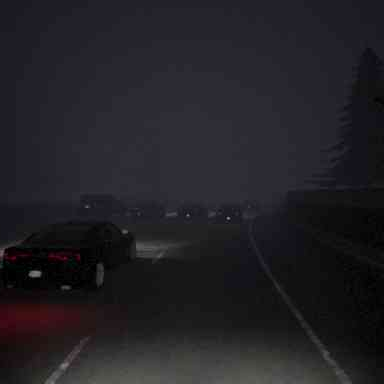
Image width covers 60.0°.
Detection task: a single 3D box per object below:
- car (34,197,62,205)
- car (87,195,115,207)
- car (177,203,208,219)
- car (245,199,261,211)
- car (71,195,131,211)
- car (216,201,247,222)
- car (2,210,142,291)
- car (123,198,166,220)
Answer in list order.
[{"bbox_3d":[-22.467,1.507,52.235,1.812,1.442,4.674,0,0,20],"label":"car"},{"bbox_3d":[-14.559,1.353,53.503,2.097,1.767,4.553,0,0,21],"label":"car"},{"bbox_3d":[0.195,1.620,29.441,1.895,1.301,4.718,0,0,13],"label":"car"},{"bbox_3d":[7.554,1.569,42.189,1.812,1.442,4.674,0,0,18],"label":"car"},{"bbox_3d":[-7.355,1.222,27.690,2.150,2.045,5.566,0,0,12],"label":"car"},{"bbox_3d":[3.142,1.625,26.591,1.895,1.301,4.718,0,0,12],"label":"car"},{"bbox_3d":[-2.932,1.477,9.071,1.882,1.535,5.008,0,0,4],"label":"car"},{"bbox_3d":[-3.625,1.501,28.285,2.128,1.511,4.902,0,0,12],"label":"car"}]
